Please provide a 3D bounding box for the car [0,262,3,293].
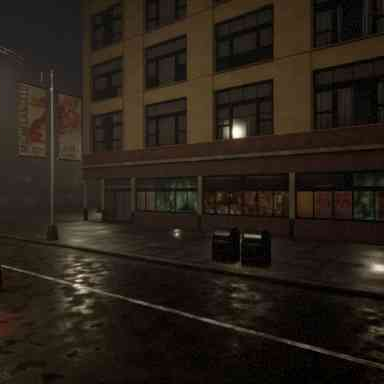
[{"bbox_3d":[-5.825,1.564,7.717,1.994,1.385,4.181,0,0,-40],"label":"car"}]
